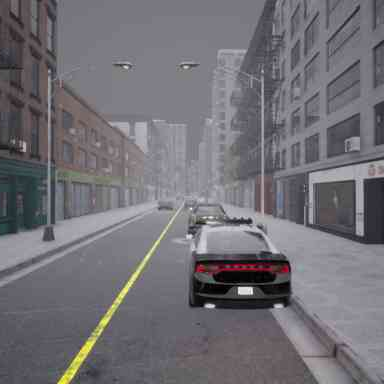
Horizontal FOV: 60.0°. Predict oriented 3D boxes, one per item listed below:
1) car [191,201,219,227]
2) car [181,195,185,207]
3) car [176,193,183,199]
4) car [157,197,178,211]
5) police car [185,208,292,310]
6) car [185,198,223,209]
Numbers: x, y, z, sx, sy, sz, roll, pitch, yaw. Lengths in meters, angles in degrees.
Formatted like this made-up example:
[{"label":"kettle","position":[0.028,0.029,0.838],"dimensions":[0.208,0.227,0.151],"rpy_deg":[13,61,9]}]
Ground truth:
[{"label":"car","position":[0.824,1.476,24.162],"dimensions":[1.801,1.575,5.366],"rpy_deg":[0,0,0]},{"label":"car","position":[-0.112,1.557,46.874],"dimensions":[2.128,1.511,4.902],"rpy_deg":[0,0,0]},{"label":"car","position":[-3.301,1.431,94.000],"dimensions":[2.150,2.045,5.566],"rpy_deg":[0,0,0]},{"label":"car","position":[-3.233,1.601,41.665],"dimensions":[2.033,1.411,5.357],"rpy_deg":[0,0,0]},{"label":"police car","position":[0.876,1.429,8.081],"dimensions":[1.930,1.638,5.238],"rpy_deg":[0,0,0]},{"label":"car","position":[0.843,1.363,17.942],"dimensions":[2.097,1.767,4.553],"rpy_deg":[0,0,0]}]
